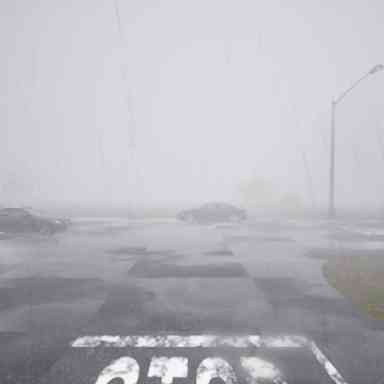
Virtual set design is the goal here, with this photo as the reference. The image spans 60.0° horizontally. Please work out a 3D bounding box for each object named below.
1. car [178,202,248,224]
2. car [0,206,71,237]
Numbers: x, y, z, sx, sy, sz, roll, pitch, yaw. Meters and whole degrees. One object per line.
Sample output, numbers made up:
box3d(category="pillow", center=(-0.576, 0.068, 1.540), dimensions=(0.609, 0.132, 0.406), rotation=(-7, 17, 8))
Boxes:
box3d(category="car", center=(1.483, 1.473, 23.961), dimensions=(5.008, 1.535, 1.882), rotation=(1, 0, 0))
box3d(category="car", center=(-8.622, 1.466, 17.034), dimensions=(4.674, 1.442, 1.812), rotation=(1, 1, 0))
